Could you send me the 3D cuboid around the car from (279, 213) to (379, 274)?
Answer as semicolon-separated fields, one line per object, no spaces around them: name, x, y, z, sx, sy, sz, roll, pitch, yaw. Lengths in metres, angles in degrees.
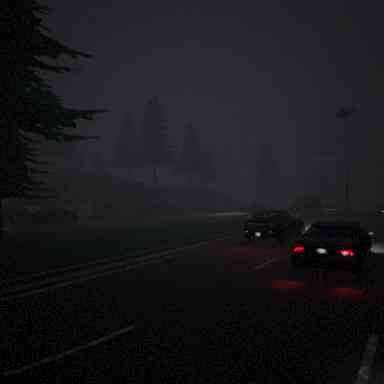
car;4.779;1.633;10.969;2.033;1.411;5.357;-1;-1;32

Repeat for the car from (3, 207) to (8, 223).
car;-15.918;1.994;28.406;5.008;1.535;1.882;0;-1;-28

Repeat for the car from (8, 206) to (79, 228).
car;-11.684;1.928;26.691;5.008;1.535;1.882;0;-1;-28

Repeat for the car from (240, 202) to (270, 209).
car;8.488;2.050;44.627;4.718;1.301;1.895;0;-1;-43

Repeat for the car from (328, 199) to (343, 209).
car;22.562;1.926;53.161;4.674;1.442;1.812;0;-1;-43

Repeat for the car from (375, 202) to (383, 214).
car;21.201;1.732;35.671;4.674;1.442;1.812;0;-1;-44

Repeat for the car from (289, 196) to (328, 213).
car;13.736;1.557;39.966;5.566;2.045;2.150;0;-1;-43

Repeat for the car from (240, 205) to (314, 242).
car;4.262;1.651;16.651;2.128;1.511;4.902;-1;-1;34
